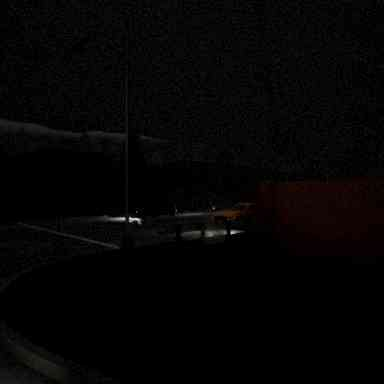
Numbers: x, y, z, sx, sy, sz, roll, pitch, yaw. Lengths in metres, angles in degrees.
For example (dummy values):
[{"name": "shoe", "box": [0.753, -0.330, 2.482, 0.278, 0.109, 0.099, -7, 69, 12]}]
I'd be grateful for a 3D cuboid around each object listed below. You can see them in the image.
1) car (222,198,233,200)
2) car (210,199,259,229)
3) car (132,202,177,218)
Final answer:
[{"name": "car", "box": [4.090, 1.491, 37.531, 4.902, 1.511, 2.128, 0, 0, -44]}, {"name": "car", "box": [3.443, 1.478, 22.206, 5.008, 1.535, 1.882, 0, 0, -44]}, {"name": "car", "box": [-3.368, 1.563, 30.231, 4.181, 1.385, 1.994, 0, 0, -44]}]
